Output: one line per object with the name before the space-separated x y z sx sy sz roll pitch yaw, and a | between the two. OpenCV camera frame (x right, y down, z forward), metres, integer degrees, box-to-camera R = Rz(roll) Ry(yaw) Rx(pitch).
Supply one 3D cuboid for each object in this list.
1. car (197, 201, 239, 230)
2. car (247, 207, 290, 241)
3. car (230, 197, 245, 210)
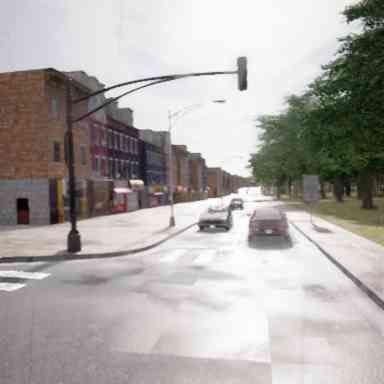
car | 1.633 1.555 21.290 2.033 1.411 5.357 -1 0 11
car | 3.671 1.471 16.260 1.812 1.442 4.674 -1 0 11
car | 5.704 1.462 42.460 1.837 1.490 4.892 -1 0 11
